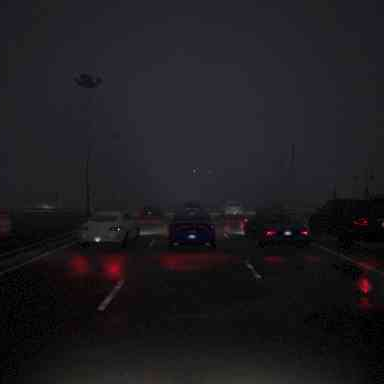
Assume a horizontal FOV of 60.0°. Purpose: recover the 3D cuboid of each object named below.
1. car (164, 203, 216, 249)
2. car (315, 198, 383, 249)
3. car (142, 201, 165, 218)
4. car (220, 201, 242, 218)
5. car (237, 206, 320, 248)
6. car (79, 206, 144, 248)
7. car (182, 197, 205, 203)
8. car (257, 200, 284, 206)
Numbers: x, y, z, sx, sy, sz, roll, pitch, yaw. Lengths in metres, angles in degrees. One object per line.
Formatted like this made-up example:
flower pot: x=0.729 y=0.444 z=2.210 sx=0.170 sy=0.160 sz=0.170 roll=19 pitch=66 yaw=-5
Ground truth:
car: x=0.000 y=1.484 z=14.650 sx=1.882 sy=1.535 sz=5.008 roll=0 pitch=0 yaw=0
car: x=7.000 y=1.257 z=14.680 sx=2.150 sy=2.045 sz=5.566 roll=0 pitch=0 yaw=0
car: x=-3.500 y=1.532 z=29.650 sx=1.812 sy=1.442 sz=4.674 roll=0 pitch=0 yaw=0
car: x=3.500 y=1.532 z=29.650 sx=1.812 sy=1.442 sz=4.674 roll=0 pitch=0 yaw=0
car: x=3.500 y=1.562 z=14.650 sx=2.033 sy=1.411 sz=5.357 roll=0 pitch=0 yaw=0
car: x=-3.500 y=1.532 z=14.650 sx=1.812 sy=1.442 sz=4.674 roll=0 pitch=0 yaw=0
car: x=0.000 y=1.515 z=29.650 sx=1.837 sy=1.490 sz=4.892 roll=0 pitch=0 yaw=0
car: x=7.000 y=1.494 z=29.650 sx=2.128 sy=1.511 sz=4.902 roll=0 pitch=0 yaw=0
